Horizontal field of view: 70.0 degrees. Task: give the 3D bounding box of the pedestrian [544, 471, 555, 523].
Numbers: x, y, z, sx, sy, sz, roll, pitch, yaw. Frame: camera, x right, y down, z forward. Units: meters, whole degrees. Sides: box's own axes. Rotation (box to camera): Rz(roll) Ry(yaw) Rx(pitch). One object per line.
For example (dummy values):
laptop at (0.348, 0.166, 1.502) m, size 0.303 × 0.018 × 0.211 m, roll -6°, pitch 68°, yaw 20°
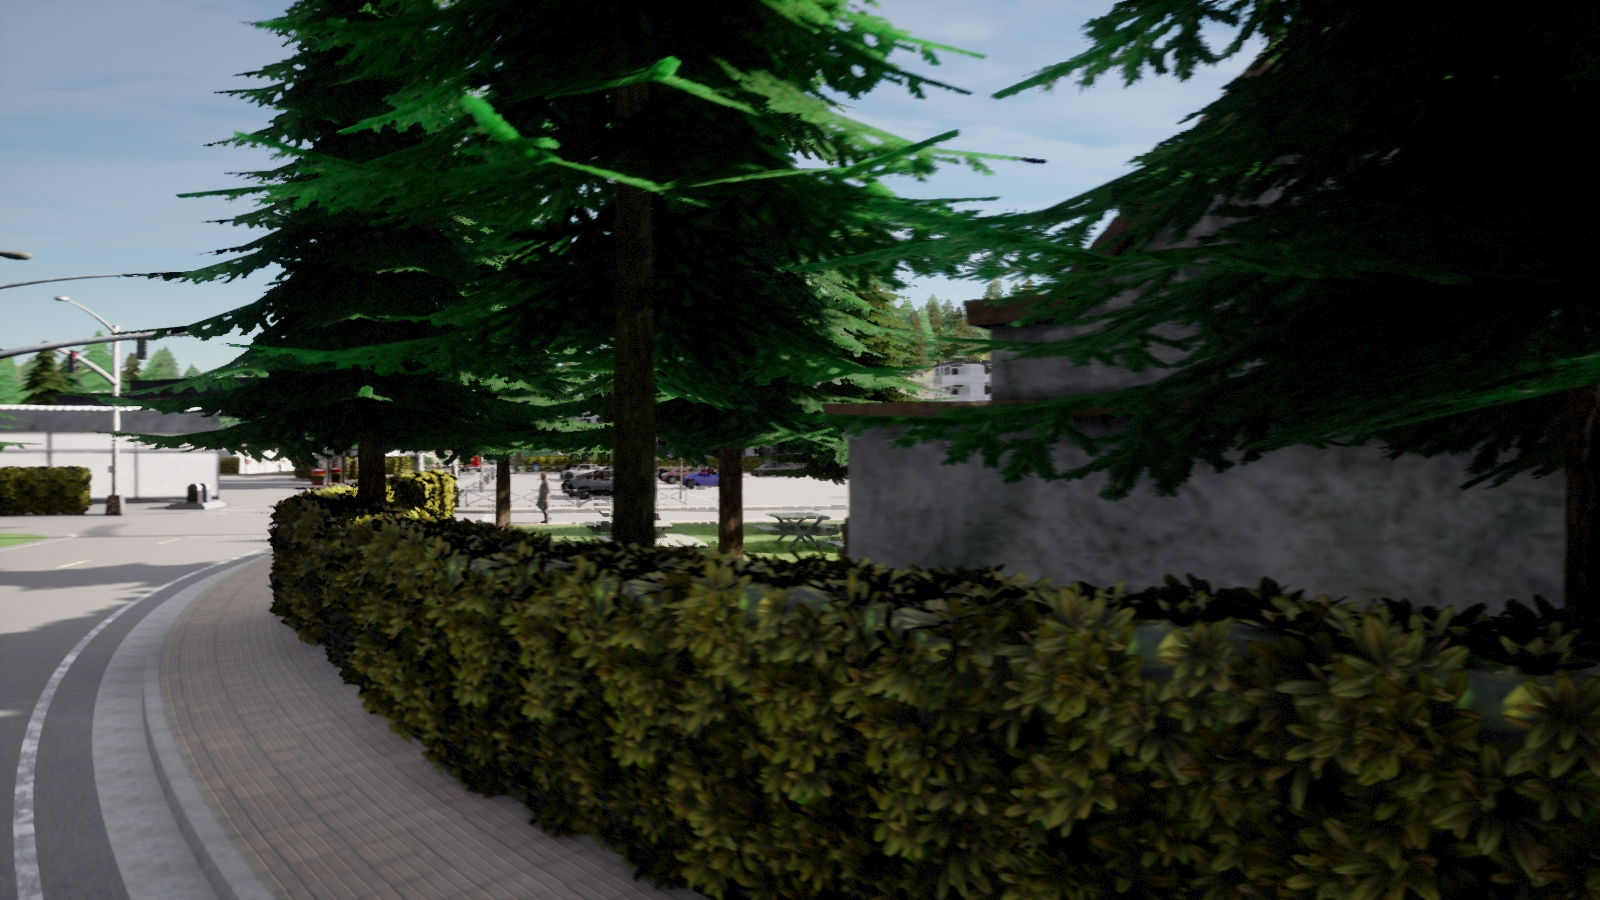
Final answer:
pedestrian at (-9.153, 1.718, 41.709) m, size 0.375 × 1.860 × 0.375 m, roll 0°, pitch 0°, yaw -17°
